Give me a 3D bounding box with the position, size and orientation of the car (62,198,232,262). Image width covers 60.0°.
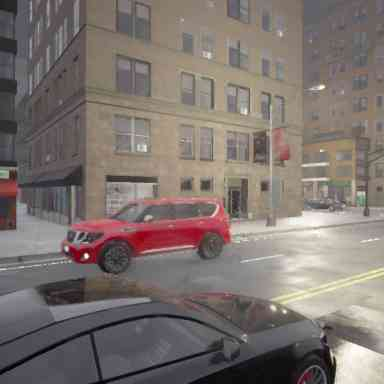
[{"bbox_3d":[-1.209,1.223,10.810,5.566,2.045,2.150,0,0,-36],"label":"car"}]

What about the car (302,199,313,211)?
[{"bbox_3d":[11.516,1.421,39.014,1.967,1.590,4.097,0,0,-35],"label":"car"}]

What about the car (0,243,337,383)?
[{"bbox_3d":[-0.663,1.526,2.966,4.674,1.442,1.812,0,0,-35],"label":"car"}]

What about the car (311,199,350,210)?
[{"bbox_3d":[18.072,1.578,43.642,1.947,1.339,4.313,0,0,-35],"label":"car"}]

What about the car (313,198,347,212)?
[{"bbox_3d":[15.159,1.483,38.252,2.128,1.511,4.902,0,0,-35],"label":"car"}]
